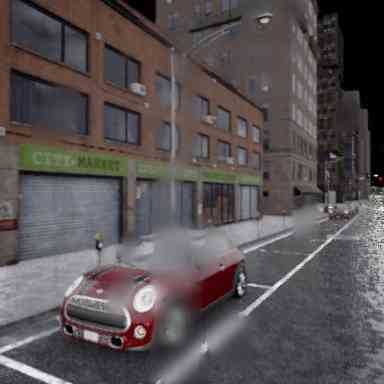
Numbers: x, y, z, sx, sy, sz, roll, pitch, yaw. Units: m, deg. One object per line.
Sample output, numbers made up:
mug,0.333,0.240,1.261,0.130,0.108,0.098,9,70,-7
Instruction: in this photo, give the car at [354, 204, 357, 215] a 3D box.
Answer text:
car,18.380,2.255,40.034,1.947,1.339,4.313,-1,-1,29

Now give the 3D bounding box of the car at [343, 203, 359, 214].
car,23.760,2.411,49.640,1.887,1.381,4.507,-1,-1,29

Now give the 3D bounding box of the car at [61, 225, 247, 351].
car,-0.447,1.522,6.418,1.967,1.590,4.097,-1,-1,29

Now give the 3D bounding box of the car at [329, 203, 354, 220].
car,15.690,2.041,35.234,1.967,1.590,4.097,-1,-1,29
